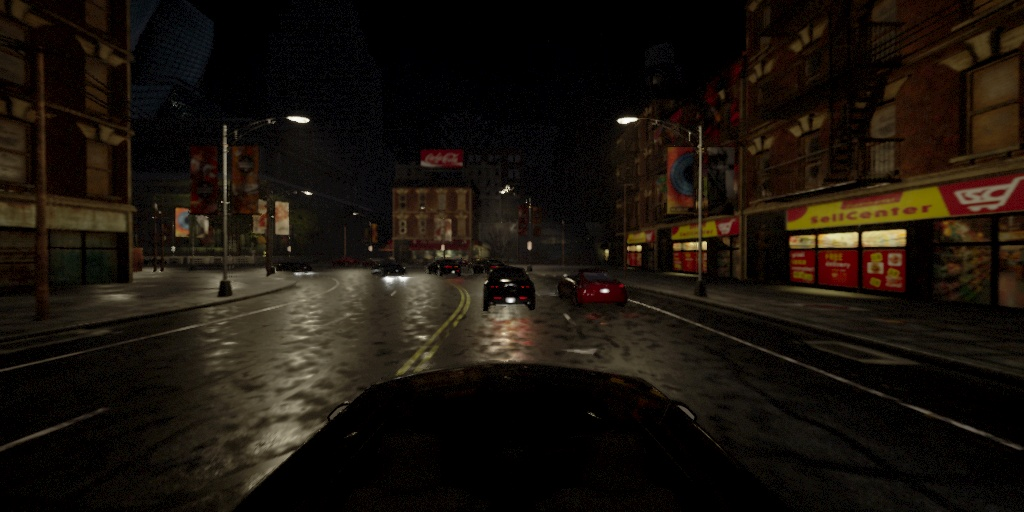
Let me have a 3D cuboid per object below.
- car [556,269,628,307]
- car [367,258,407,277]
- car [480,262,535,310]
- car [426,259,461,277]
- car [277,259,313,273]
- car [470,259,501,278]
[{"bbox_3d":[3.175,1.218,14.989,1.994,1.385,4.181,0,0,-5],"label":"car"},{"bbox_3d":[-11.150,1.093,32.434,1.994,1.385,4.181,0,0,-39],"label":"car"},{"bbox_3d":[-0.229,1.166,14.152,1.837,1.490,4.892,0,1,-4],"label":"car"},{"bbox_3d":[-6.105,1.039,31.666,1.837,1.490,4.892,1,0,-31],"label":"car"},{"bbox_3d":[-23.369,1.049,38.578,4.181,1.385,1.994,0,0,31],"label":"car"},{"bbox_3d":[-2.149,1.038,31.793,1.837,1.490,4.892,0,0,-29],"label":"car"}]
